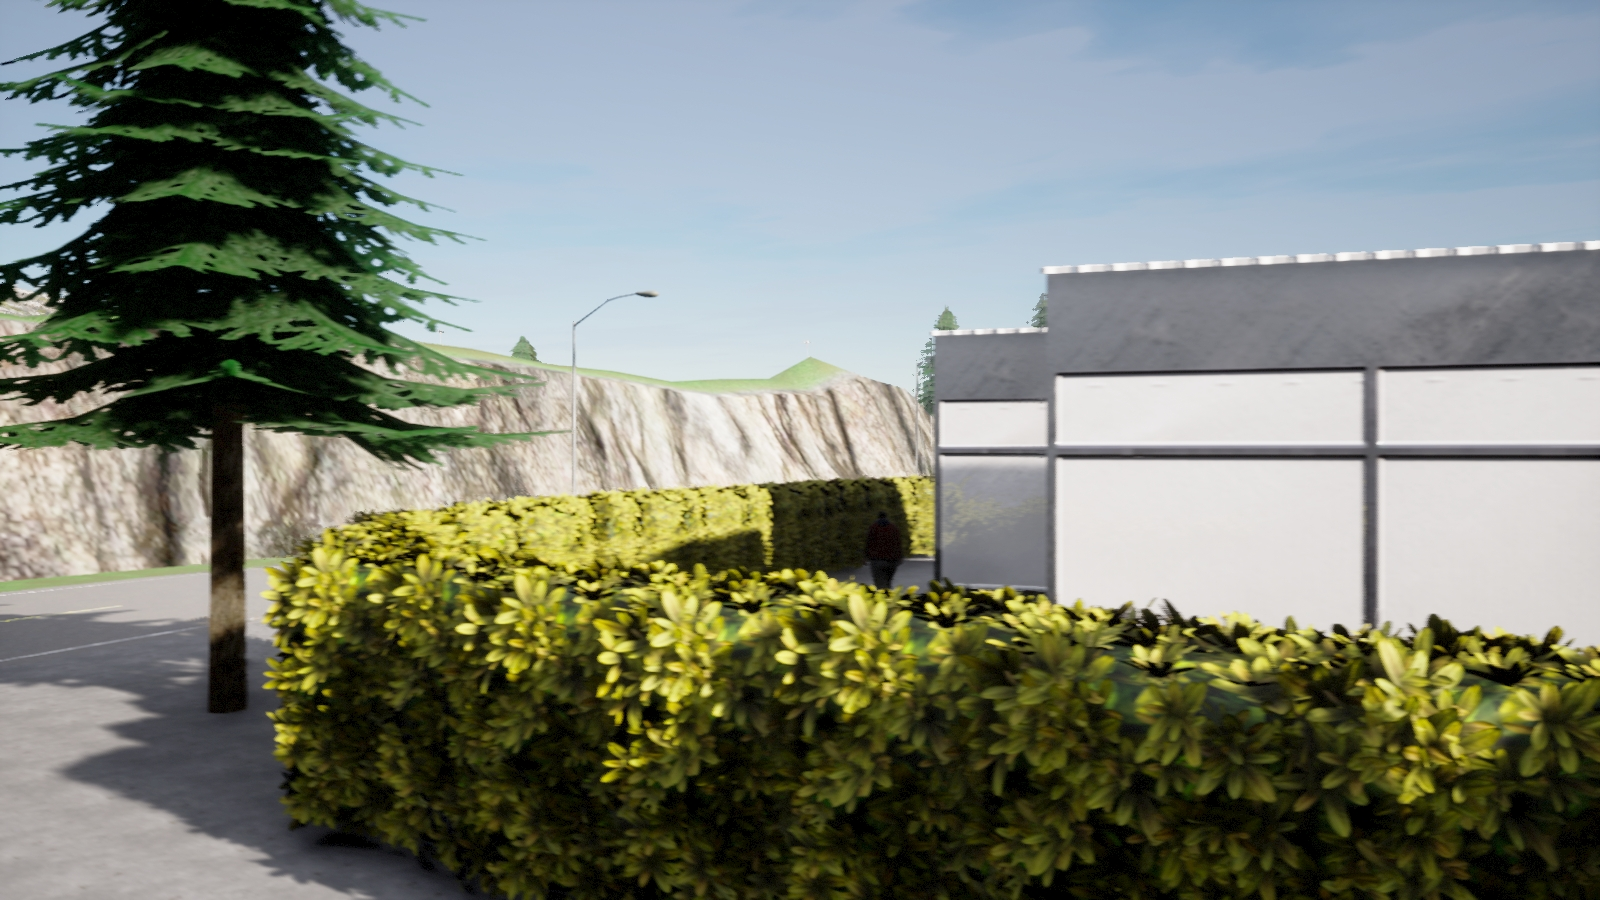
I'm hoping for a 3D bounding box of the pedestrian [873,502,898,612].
[{"bbox_3d":[1.467,1.842,19.710,0.375,1.860,0.375,0,0,-4],"label":"pedestrian"}]
